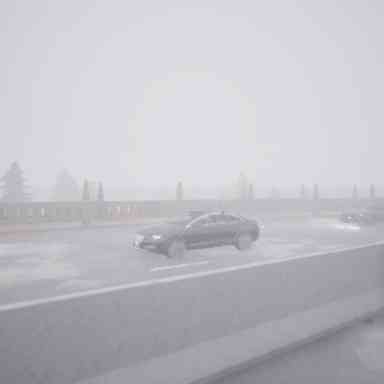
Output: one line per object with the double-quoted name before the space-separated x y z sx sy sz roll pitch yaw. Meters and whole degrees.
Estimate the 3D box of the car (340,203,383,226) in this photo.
"car" 11.895 1.447 22.056 4.181 1.385 1.994 0 0 -23

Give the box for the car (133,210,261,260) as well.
"car" 0.294 1.428 12.239 4.902 1.511 2.128 0 0 -31
